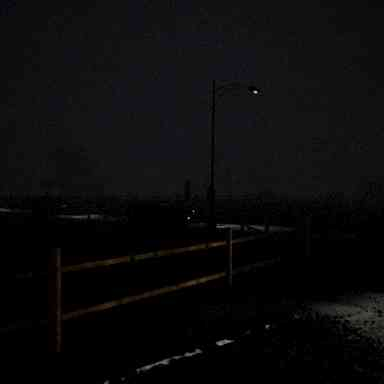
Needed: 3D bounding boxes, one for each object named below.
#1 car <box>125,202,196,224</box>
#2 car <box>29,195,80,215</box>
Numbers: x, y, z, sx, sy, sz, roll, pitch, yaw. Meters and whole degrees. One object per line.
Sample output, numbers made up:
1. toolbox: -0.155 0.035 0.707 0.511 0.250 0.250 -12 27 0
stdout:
1. car: -2.112 1.311 22.213 4.718 1.301 1.895 1 0 30
2. car: -11.543 1.040 27.822 5.008 1.535 1.882 1 0 31
